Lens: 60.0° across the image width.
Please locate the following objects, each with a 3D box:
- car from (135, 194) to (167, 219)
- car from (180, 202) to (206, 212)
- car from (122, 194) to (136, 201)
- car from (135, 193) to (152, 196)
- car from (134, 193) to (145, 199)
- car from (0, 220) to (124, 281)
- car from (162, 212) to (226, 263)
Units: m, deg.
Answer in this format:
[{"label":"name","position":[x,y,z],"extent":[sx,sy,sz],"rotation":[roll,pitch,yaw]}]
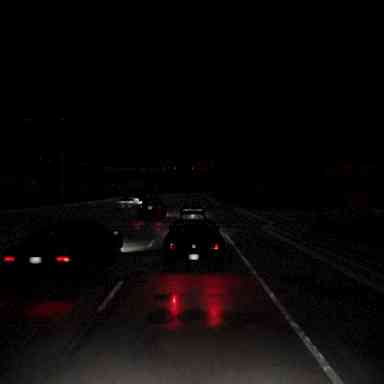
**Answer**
[{"label":"car","position":[-3.436,1.362,29.533],"extent":[2.097,1.767,4.553],"rotation":[0,0,0]},{"label":"car","position":[0.052,1.505,26.392],"extent":[2.128,1.511,4.902],"rotation":[0,0,0]},{"label":"car","position":[-14.050,1.247,72.809],"extent":[1.837,1.490,4.892],"rotation":[0,1,0]},{"label":"car","position":[-10.550,1.344,72.868],"extent":[1.895,1.301,4.718],"rotation":[0,1,0]},{"label":"car","position":[-14.061,0.994,88.566],"extent":[2.128,1.511,4.902],"rotation":[0,1,0]},{"label":"car","position":[-3.441,1.550,9.846],"extent":[2.033,1.411,5.357],"rotation":[0,0,0]},{"label":"car","position":[0.070,1.608,11.923],"extent":[1.895,1.301,4.718],"rotation":[0,0,0]}]
